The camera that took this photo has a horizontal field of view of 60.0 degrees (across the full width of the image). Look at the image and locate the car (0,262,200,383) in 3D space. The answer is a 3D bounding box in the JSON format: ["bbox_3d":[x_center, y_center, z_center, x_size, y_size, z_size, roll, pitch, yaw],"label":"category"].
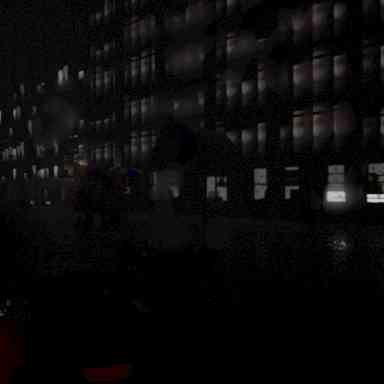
[{"bbox_3d":[-1.857,1.575,4.198,4.206,1.307,1.802,0,0,35],"label":"car"}]
